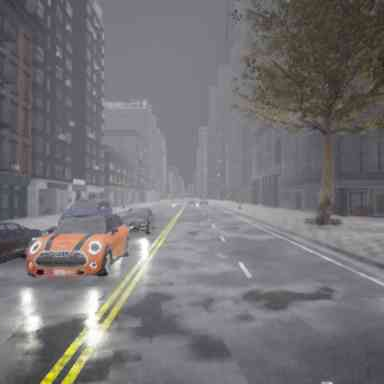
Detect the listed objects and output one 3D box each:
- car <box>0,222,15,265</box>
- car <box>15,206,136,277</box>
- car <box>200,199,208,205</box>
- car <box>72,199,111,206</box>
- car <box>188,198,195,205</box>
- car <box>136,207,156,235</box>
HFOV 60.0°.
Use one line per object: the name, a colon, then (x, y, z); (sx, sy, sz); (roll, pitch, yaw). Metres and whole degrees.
car: (-6.609, 1.679, 10.556); (2.033, 1.411, 5.357); (0, -1, 0)
car: (-3.356, 1.485, 10.706); (2.097, 1.767, 4.553); (0, -1, 0)
car: (3.176, 2.618, 86.039); (1.994, 1.385, 4.181); (0, -1, 0)
car: (-6.605, 1.485, 21.490); (2.150, 2.045, 5.566); (0, 0, 0)
car: (-0.074, 2.662, 86.066); (1.895, 1.301, 4.718); (0, -1, 0)
car: (-3.359, 1.765, 20.956); (1.837, 1.490, 4.892); (0, -1, 0)
